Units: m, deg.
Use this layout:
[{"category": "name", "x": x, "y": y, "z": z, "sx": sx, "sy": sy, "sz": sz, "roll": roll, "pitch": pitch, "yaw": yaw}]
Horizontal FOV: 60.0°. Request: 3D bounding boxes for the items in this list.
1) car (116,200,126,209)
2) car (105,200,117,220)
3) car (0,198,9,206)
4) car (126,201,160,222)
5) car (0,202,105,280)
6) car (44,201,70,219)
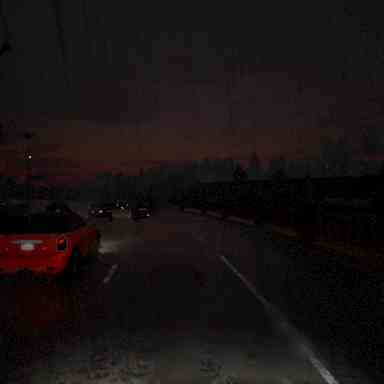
[{"category": "car", "x": -9.246, "y": 1.606, "z": 41.957, "sx": 1.895, "sy": 1.301, "sz": 4.718, "roll": 0, "pitch": 0, "yaw": -23}, {"category": "car", "x": -7.748, "y": 1.560, "z": 27.961, "sx": 2.033, "sy": 1.411, "sz": 5.357, "roll": 0, "pitch": 0, "yaw": -17}, {"category": "car", "x": -27.914, "y": 1.633, "z": 48.635, "sx": 1.837, "sy": 1.490, "sz": 4.892, "roll": 0, "pitch": 0, "yaw": -25}, {"category": "car", "x": -3.802, "y": 1.485, "z": 26.621, "sx": 2.128, "sy": 1.511, "sz": 4.902, "roll": 0, "pitch": 0, "yaw": -15}, {"category": "car", "x": -4.203, "y": 1.359, "z": 10.206, "sx": 2.097, "sy": 1.767, "sz": 4.553, "roll": 0, "pitch": 0, "yaw": -5}, {"category": "car", "x": -12.419, "y": 1.600, "z": 30.871, "sx": 1.994, "sy": 1.385, "sz": 4.181, "roll": 0, "pitch": 0, "yaw": -19}]
